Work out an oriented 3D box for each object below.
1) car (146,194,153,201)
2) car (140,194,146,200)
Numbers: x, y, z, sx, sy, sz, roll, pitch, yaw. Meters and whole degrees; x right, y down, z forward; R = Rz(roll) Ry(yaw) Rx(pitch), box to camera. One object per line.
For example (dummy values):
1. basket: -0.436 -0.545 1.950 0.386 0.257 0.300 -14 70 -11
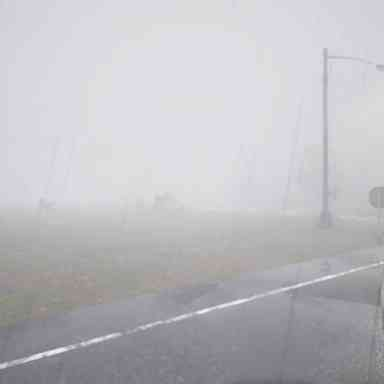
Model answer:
1. car: -6.039 1.015 61.212 2.097 1.767 4.553 0 0 -33
2. car: -9.272 1.142 65.947 2.128 1.511 4.902 0 0 -34
